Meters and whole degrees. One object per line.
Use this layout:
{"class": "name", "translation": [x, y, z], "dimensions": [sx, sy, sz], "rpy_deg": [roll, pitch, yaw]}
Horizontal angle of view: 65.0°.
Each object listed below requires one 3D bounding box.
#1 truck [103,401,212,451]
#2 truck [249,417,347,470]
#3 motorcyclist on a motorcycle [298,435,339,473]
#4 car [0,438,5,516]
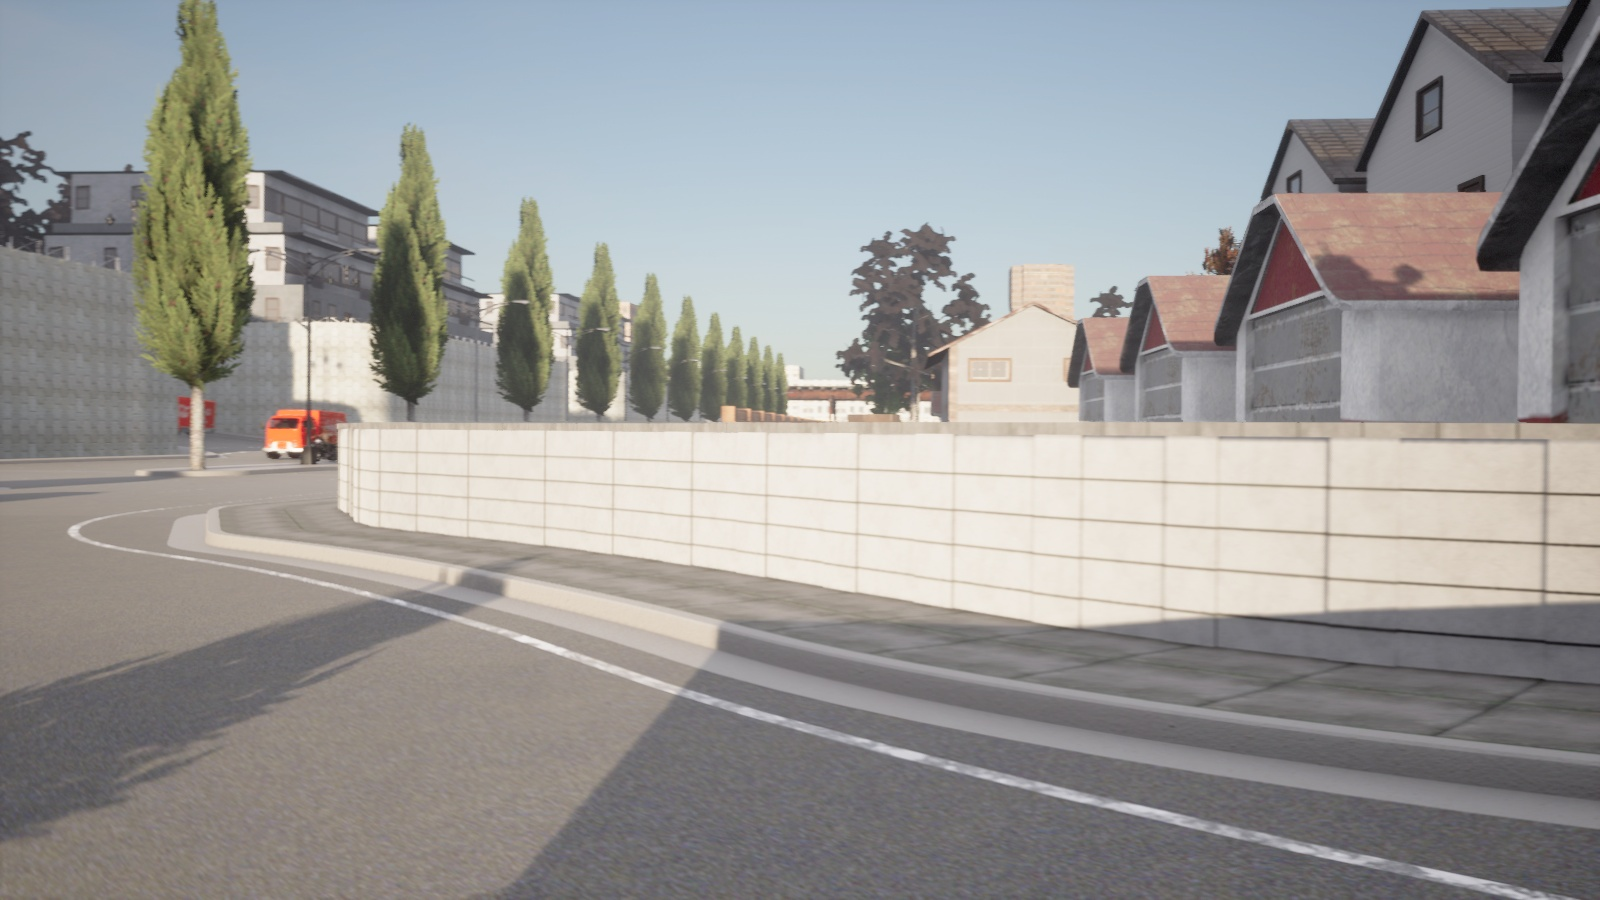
{"class": "truck", "translation": [-39.682, -1.467, 77.614], "dimensions": [5.204, 2.467, 2.627], "rpy_deg": [6, 1, 7]}
{"class": "truck", "translation": [-24.897, -0.307, 62.533], "dimensions": [2.627, 2.467, 5.204], "rpy_deg": [0, 0, 2]}
{"class": "motorcyclist on a motorcycle", "translation": [-21.881, 0.159, 57.100], "dimensions": [0.766, 1.649, 2.350], "rpy_deg": [0, 1, 5]}
{"class": "car", "translation": [-16.666, 0.562, 23.139], "dimensions": [1.789, 1.549, 3.705], "rpy_deg": [-1, 1, -3]}
